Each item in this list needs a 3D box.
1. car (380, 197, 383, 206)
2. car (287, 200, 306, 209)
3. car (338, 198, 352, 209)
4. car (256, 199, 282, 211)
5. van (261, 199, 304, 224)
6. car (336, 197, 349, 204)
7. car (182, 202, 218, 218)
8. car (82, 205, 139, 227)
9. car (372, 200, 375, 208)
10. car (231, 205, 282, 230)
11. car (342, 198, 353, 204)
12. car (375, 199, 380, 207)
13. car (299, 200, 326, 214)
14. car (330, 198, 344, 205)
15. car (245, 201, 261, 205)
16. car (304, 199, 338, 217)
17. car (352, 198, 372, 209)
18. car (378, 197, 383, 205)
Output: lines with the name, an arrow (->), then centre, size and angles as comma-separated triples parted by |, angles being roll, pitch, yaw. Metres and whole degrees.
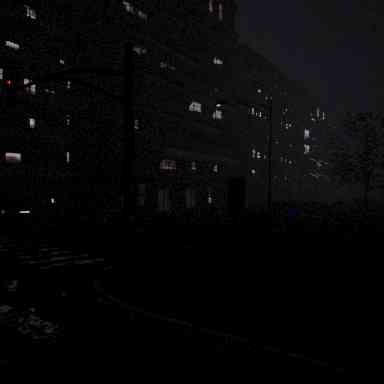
car -> 37.167, 2.252, 67.717 | 1.887, 1.381, 4.507 | 1, 0, 36
car -> 17.291, 1.974, 54.884 | 1.802, 1.307, 4.206 | 1, 0, 36
car -> 24.020, 2.064, 54.263 | 2.033, 1.411, 5.357 | 1, 0, 37
car -> 10.725, 1.743, 45.977 | 1.967, 1.590, 4.097 | 1, 0, 36
van -> 7.613, 1.647, 27.637 | 1.690, 1.788, 3.998 | 1, 0, 36
car -> 36.997, 2.093, 81.604 | 1.967, 1.590, 4.097 | 1, 0, 36
car -> 0.872, 1.712, 32.616 | 1.887, 1.381, 4.507 | 1, 0, 36
car -> -5.697, 1.626, 23.710 | 2.008, 1.369, 4.403 | 1, 0, 36
car -> 30.598, 2.202, 58.810 | 1.802, 1.307, 4.206 | 1, 0, 36
car -> 4.327, 1.827, 23.183 | 1.947, 1.339, 4.313 | 1, 0, 36
car -> 40.179, 2.220, 85.920 | 1.752, 1.417, 4.829 | 1, 0, 36
car -> 33.884, 2.104, 63.264 | 1.967, 1.590, 4.097 | 1, 0, 36
car -> 15.651, 1.881, 42.889 | 1.882, 1.535, 5.008 | 1, 0, 37
car -> 33.712, 2.176, 77.150 | 1.947, 1.339, 4.313 | 1, 0, 36
car -> 7.439, 1.840, 41.523 | 1.802, 1.307, 4.206 | 1, 0, 36
car -> 14.180, 1.837, 36.544 | 1.967, 1.590, 4.097 | 1, 0, 36
car -> 27.318, 1.891, 54.358 | 2.192, 1.841, 5.009 | 1, 0, 36
car -> 47.022, 2.150, 81.078 | 2.192, 1.841, 5.009 | 1, 0, 36
